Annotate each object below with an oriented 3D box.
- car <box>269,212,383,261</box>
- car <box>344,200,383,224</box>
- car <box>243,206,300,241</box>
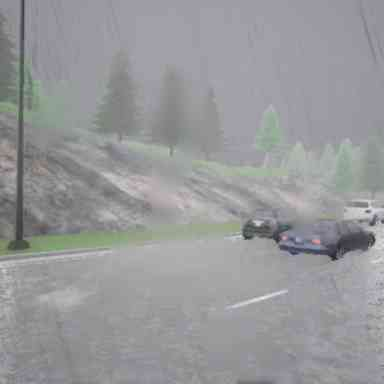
[{"bbox_3d":[5.543,1.752,13.288,5.357,1.411,2.033,1,-1,-44],"label":"car"},{"bbox_3d":[14.455,1.667,27.500,2.150,2.045,5.566,0,-1,44],"label":"car"},{"bbox_3d":[4.671,1.599,17.338,4.553,1.767,2.097,1,-1,-44],"label":"car"}]
